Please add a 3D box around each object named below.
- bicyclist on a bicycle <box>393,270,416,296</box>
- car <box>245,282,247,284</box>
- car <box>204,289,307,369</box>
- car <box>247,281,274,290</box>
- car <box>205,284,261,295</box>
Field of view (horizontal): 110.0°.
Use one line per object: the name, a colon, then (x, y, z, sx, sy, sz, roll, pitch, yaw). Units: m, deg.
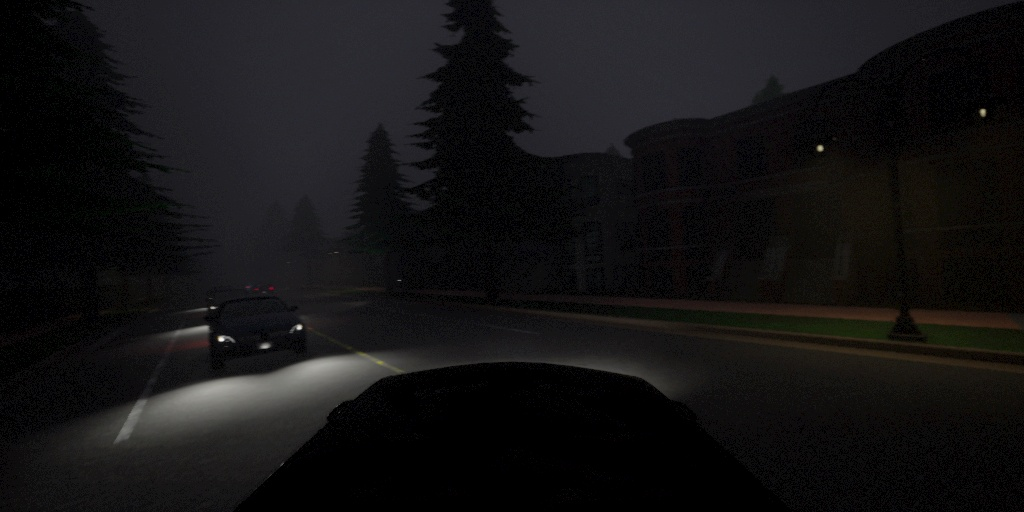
bicyclist on a bicycle: (-7.075, 1.759, 23.564, 1.656, 1.620, 0.582, -4, -1, -41)
car: (-33.610, 4.012, 46.328, 2.033, 1.411, 5.357, -3, -1, -41)
car: (-6.940, 1.812, 9.612, 1.812, 1.442, 4.674, -3, -1, -41)
car: (-27.120, 3.552, 38.823, 1.895, 1.301, 4.718, -3, -1, -40)
car: (-14.279, 2.393, 18.198, 1.812, 1.442, 4.674, -3, -1, -41)
